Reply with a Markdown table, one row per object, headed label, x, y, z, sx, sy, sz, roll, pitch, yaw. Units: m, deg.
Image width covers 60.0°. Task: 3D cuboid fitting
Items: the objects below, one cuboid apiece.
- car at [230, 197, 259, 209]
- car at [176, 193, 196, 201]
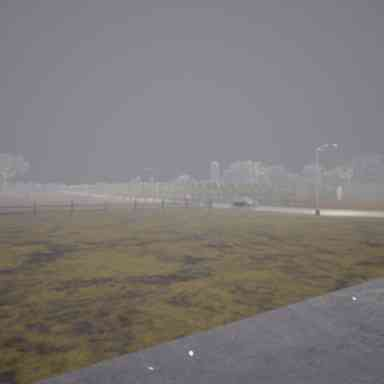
| label | x | y | z | sx | sy | sz | roll | pitch | yaw |
| --- | --- | --- | --- | --- | --- | --- | --- | --- | --- |
| car | 7.818 | 1.507 | 49.448 | 2.097 | 1.767 | 4.553 | -1 | 1 | -35 |
| car | -1.096 | 0.983 | 62.284 | 2.097 | 1.767 | 4.553 | -1 | 2 | -35 |
